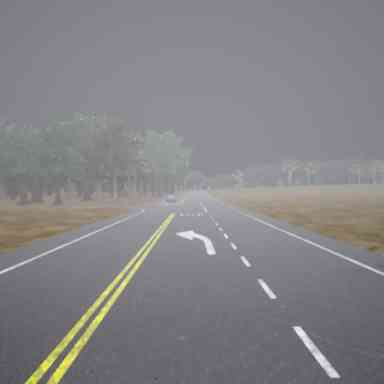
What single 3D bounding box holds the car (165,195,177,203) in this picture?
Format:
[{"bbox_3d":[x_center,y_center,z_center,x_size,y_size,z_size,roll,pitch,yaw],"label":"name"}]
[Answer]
[{"bbox_3d":[-3.679,1.232,59.858,1.812,1.442,4.674,0,1,0],"label":"car"}]
